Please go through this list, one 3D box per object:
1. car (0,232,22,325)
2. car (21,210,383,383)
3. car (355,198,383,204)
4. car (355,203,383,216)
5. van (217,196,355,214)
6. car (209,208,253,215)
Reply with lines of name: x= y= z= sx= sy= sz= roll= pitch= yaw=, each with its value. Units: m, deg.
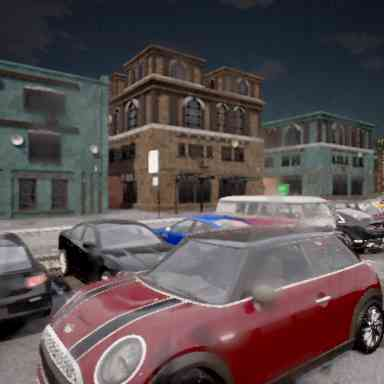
car: x=-4.080 y=1.516 z=6.532 sx=2.002 sy=1.452 sz=4.674 roll=-1 pitch=1 yaw=-35
car: x=0.505 y=1.313 z=4.349 sx=4.553 sy=1.767 sz=2.097 roll=-1 pitch=1 yaw=-35
car: x=7.332 y=1.154 z=14.708 sx=2.185 sy=1.767 sz=4.553 roll=-1 pitch=1 yaw=-35
car: x=4.988 y=1.322 z=12.991 sx=2.231 sy=1.521 sz=4.892 roll=-1 pitch=1 yaw=-35
van: x=2.783 y=1.134 z=11.283 sx=1.878 sy=1.987 sz=4.442 roll=-1 pitch=1 yaw=-35
car: x=0.455 y=1.399 z=9.760 sx=2.097 sy=1.535 sz=5.008 roll=-1 pitch=1 yaw=-35
